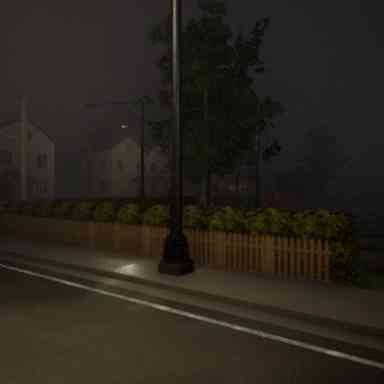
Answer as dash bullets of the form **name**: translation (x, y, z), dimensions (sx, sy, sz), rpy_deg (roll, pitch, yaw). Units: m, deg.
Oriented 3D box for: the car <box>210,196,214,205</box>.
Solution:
- **car**: translation (3.147, 1.484, 60.084), dimensions (1.994, 1.385, 4.181), rpy_deg (0, 0, 35)
